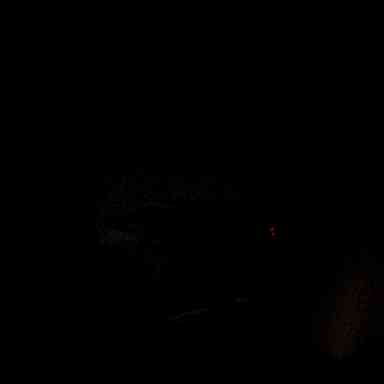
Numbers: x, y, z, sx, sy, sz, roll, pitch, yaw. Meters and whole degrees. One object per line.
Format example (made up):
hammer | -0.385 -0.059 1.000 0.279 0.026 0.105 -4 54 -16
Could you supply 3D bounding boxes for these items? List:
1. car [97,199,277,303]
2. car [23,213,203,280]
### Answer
car | -0.384 1.217 8.021 5.566 2.045 2.150 0 0 -35
car | -2.393 1.543 10.873 5.357 1.411 2.033 0 0 -35
